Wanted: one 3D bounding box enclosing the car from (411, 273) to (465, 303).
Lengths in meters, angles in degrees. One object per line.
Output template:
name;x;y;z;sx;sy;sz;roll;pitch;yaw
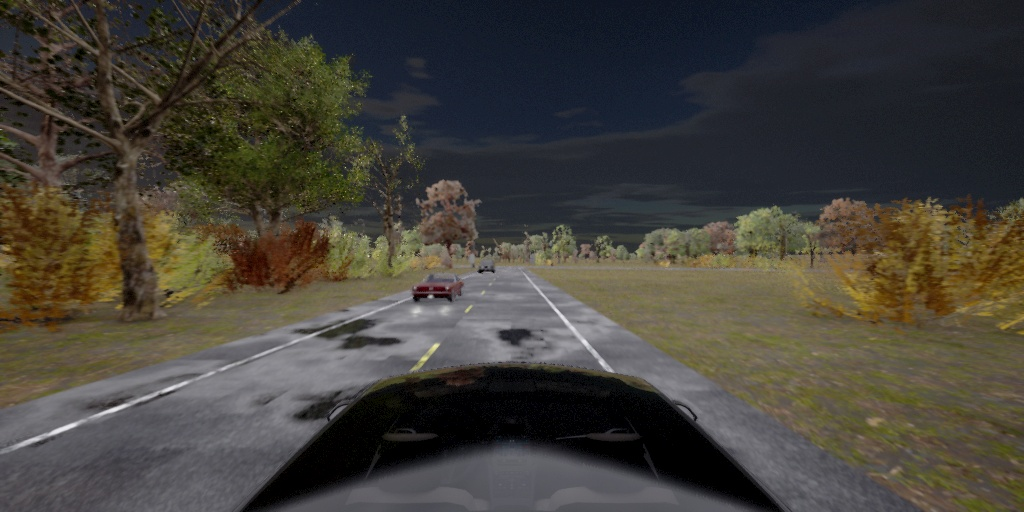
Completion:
car;-3.602;1.534;18.134;1.895;1.301;4.718;0;-1;0

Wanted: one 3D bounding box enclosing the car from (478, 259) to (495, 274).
car;-3.581;1.518;51.949;2.150;2.045;5.566;0;0;0
